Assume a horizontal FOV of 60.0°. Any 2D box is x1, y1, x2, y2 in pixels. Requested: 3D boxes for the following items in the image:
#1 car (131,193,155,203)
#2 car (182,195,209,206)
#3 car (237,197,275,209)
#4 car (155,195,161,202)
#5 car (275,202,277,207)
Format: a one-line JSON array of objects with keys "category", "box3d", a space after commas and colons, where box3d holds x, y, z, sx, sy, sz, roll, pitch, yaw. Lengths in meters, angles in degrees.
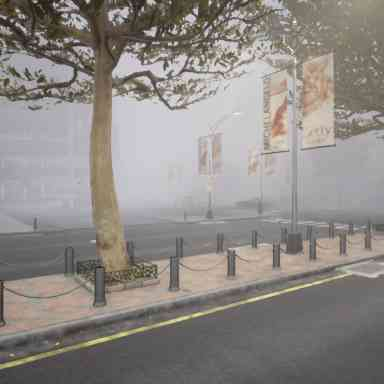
[{"category": "car", "box3d": [-10.366, 1.354, 67.897, 4.553, 1.767, 2.097, 0, 0, 38]}, {"category": "car", "box3d": [0.212, 1.351, 55.499, 2.097, 1.767, 4.553, 0, 0, -36]}, {"category": "car", "box3d": [8.206, 1.601, 44.315, 1.895, 1.301, 4.718, 0, 0, -35]}, {"category": "car", "box3d": [-9.265, 1.225, 71.488, 5.566, 2.045, 2.150, 0, 0, 37]}, {"category": "car", "box3d": [10.040, 1.526, 47.798, 1.812, 1.442, 4.674, 0, 0, -35]}]
